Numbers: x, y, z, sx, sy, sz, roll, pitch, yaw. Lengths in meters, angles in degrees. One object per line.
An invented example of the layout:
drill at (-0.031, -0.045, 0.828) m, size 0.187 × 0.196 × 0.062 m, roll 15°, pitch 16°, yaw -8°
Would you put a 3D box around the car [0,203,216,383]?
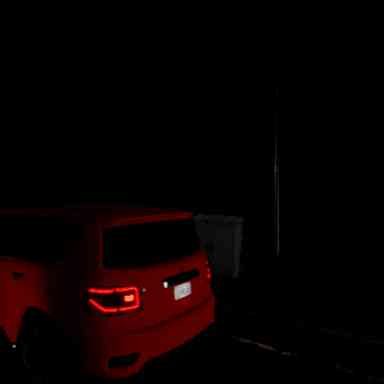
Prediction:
car at (-2.287, 1.189, 5.314) m, size 5.566 × 2.045 × 2.150 m, roll 0°, pitch 0°, yaw 35°
